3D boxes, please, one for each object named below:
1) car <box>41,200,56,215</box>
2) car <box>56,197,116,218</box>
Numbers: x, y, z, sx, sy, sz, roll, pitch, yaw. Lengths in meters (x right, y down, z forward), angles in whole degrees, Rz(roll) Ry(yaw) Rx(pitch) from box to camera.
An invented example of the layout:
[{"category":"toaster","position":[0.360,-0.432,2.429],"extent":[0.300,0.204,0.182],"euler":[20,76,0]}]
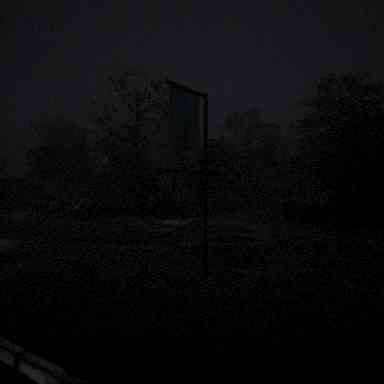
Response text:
[{"category":"car","position":[-11.521,1.401,30.737],"extent":[2.002,1.452,4.674],"euler":[0,0,35]},{"category":"car","position":[-8.898,1.244,28.954],"extent":[2.185,1.767,4.553],"euler":[0,0,35]}]
